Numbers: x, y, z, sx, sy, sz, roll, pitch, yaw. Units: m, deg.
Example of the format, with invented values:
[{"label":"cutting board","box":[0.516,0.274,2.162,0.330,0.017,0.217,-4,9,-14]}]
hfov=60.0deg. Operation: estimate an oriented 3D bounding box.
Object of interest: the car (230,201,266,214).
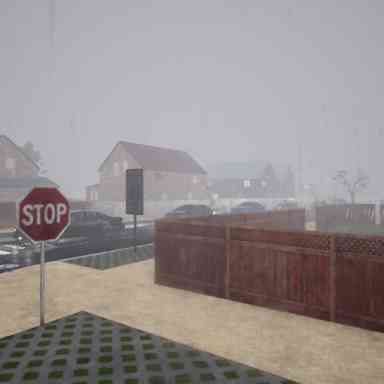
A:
[{"label":"car","box":[5.463,1.663,32.224,1.882,1.535,5.008,0,0,35]}]

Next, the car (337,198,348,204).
[{"label":"car","box":[22.894,1.732,51.686,2.097,1.767,4.553,0,0,32]}]

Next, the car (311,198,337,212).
[{"label":"car","box":[16.856,1.796,43.220,2.128,1.511,4.902,0,0,35]}]

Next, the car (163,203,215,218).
[{"label":"car","box":[-0.124,1.629,24.357,1.837,1.490,4.892,0,0,35]}]

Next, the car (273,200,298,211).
[{"label":"car","box":[11.519,1.748,40.718,2.128,1.511,4.902,0,0,35]}]

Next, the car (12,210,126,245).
[{"label":"car","box":[-5.791,1.613,16.436,2.033,1.411,5.357,0,0,37]}]
